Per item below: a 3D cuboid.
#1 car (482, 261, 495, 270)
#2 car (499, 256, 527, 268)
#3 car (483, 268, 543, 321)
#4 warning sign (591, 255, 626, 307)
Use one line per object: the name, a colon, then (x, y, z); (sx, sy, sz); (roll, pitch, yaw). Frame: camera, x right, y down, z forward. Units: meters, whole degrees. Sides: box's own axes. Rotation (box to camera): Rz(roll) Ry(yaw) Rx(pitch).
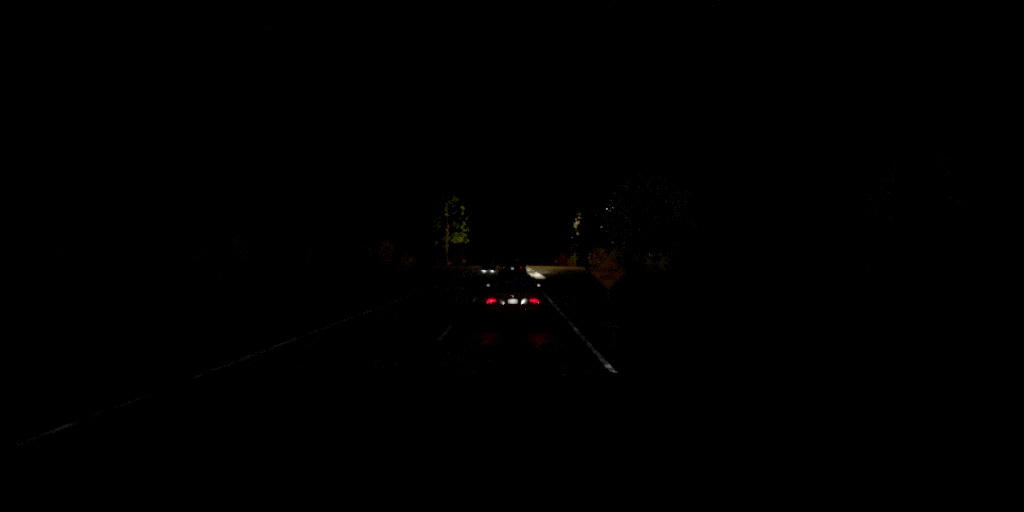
car: (-3.577, 1.469, 55.594); (2.033, 1.411, 5.357); (0, 0, 0)
car: (0.060, 1.049, 30.188); (2.150, 2.045, 5.566); (0, 0, 0)
car: (0.043, 1.321, 12.531); (2.033, 1.411, 5.357); (0, 0, 0)
warning sign: (3.548, 0.890, 13.192); (1.300, 1.860, 1.060); (0, 0, 0)
